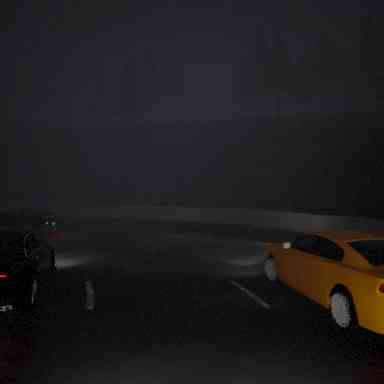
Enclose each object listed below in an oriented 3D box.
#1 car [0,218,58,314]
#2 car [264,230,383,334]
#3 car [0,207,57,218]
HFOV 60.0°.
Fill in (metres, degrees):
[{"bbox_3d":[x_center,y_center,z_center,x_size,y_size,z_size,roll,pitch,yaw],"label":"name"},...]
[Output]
[{"bbox_3d":[-4.330,1.575,7.573,1.837,1.490,4.892,2,-1,-16],"label":"car"},{"bbox_3d":[3.162,1.542,7.016,1.882,1.535,5.008,1,-1,-8],"label":"car"},{"bbox_3d":[-10.608,1.673,20.220,4.902,1.511,2.128,0,-1,11],"label":"car"}]
